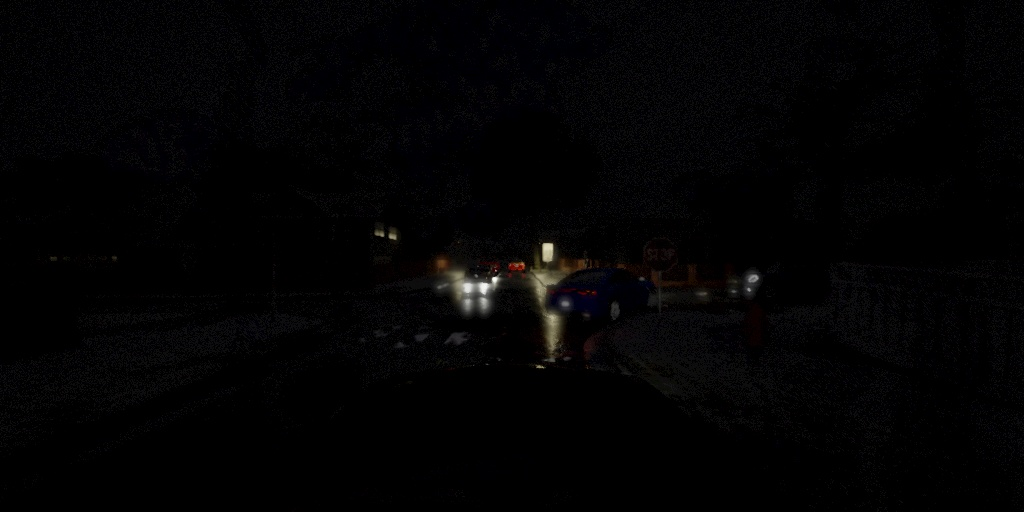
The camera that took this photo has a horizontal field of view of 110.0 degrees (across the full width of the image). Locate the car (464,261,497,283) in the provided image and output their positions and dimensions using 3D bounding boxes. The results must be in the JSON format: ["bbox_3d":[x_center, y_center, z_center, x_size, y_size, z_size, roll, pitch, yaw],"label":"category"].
[{"bbox_3d":[-2.553,1.318,28.285,1.994,1.385,4.181,0,0,1],"label":"car"}]

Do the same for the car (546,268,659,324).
[{"bbox_3d":[3.103,1.117,11.776,1.882,1.535,5.008,-2,0,41],"label":"car"}]

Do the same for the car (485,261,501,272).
[{"bbox_3d":[-2.485,1.415,47.686,1.994,1.385,4.181,0,0,-1],"label":"car"}]

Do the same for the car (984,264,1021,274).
[{"bbox_3d":[21.997,1.023,15.613,4.674,1.442,1.812,-1,-2,1],"label":"car"}]

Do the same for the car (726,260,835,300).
[{"bbox_3d":[12.051,0.968,15.843,4.553,1.767,2.097,-1,-2,1],"label":"car"}]

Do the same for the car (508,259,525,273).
[{"bbox_3d":[0.573,1.190,45.701,2.097,1.767,4.553,0,0,0],"label":"car"}]

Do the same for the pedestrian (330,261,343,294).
[{"bbox_3d":[-9.477,1.122,19.278,0.375,1.860,0.375,0,-1,1],"label":"pedestrian"}]

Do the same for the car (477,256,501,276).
[{"bbox_3d":[-2.457,1.011,37.744,2.150,2.045,5.566,0,0,1],"label":"car"}]
